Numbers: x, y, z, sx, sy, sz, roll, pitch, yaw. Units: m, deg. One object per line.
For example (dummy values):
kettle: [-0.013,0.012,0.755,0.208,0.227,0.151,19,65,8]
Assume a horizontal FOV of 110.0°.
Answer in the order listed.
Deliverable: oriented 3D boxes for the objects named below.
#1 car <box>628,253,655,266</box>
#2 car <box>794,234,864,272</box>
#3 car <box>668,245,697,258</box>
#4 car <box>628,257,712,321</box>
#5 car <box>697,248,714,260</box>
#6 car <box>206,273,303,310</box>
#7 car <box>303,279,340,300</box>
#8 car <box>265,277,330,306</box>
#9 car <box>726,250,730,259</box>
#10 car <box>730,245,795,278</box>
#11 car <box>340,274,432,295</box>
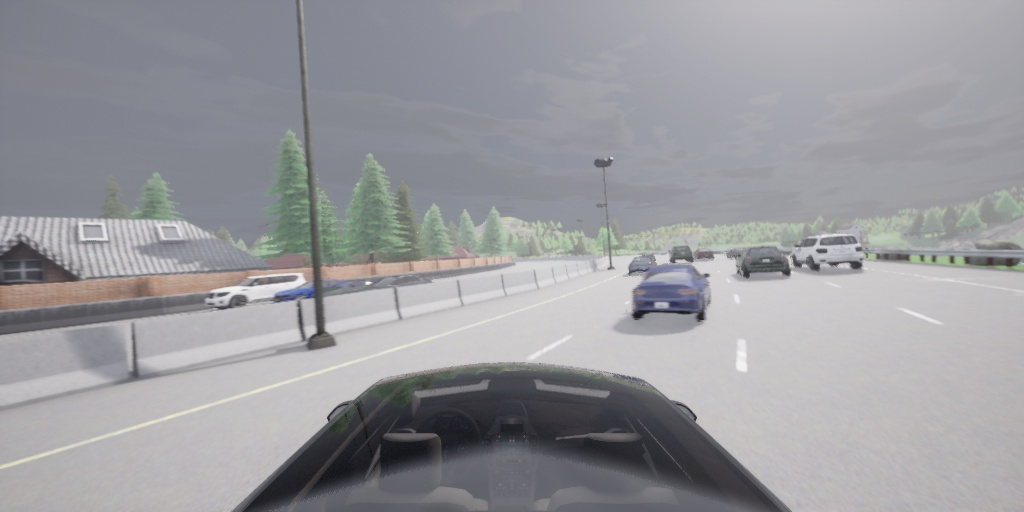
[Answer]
car: [10.673,0.730,29.325,1.994,1.385,4.181,-4,0,24]
car: [18.790,-0.233,21.623,2.150,2.045,5.566,-4,0,25]
car: [20.038,-0.191,42.721,2.150,2.045,5.566,-4,0,18]
car: [4.899,0.984,10.901,1.812,1.442,4.674,-4,0,31]
car: [25.183,-0.269,47.443,1.882,1.535,5.008,-4,0,17]
car: [-16.384,2.261,23.503,2.150,2.045,5.566,-4,-1,31]
car: [-9.571,2.108,21.289,1.994,1.385,4.181,-4,0,31]
car: [-12.519,2.240,23.145,1.882,1.535,5.008,-4,0,30]
car: [27.424,-0.366,43.302,1.994,1.385,4.181,-4,0,18]
car: [14.284,0.208,20.729,2.097,1.767,4.553,-4,-1,26]
car: [-6.461,1.819,19.675,1.837,1.490,4.892,-4,0,30]
